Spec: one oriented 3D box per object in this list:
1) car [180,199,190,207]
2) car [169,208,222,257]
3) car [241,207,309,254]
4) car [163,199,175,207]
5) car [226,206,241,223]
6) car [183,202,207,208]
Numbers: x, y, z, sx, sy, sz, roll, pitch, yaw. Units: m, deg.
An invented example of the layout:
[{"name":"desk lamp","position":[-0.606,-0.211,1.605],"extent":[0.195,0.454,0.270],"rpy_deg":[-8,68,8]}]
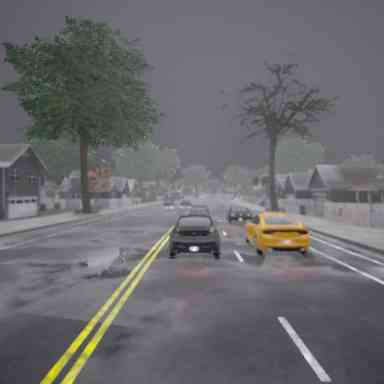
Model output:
[{"name":"car","position":[-1.199,2.104,65.009],"extent":[2.033,1.411,5.357],"rpy_deg":[0,0,3]},{"name":"car","position":[0.146,1.637,13.459],"extent":[1.837,1.490,4.892],"rpy_deg":[0,0,2]},{"name":"car","position":[3.423,1.614,14.137],"extent":[1.882,1.535,5.008],"rpy_deg":[0,0,2]},{"name":"car","position":[-4.476,2.117,64.768],"extent":[1.994,1.385,4.181],"rpy_deg":[0,0,3]},{"name":"car","position":[3.883,1.863,28.032],"extent":[1.895,1.301,4.718],"rpy_deg":[0,0,3]},{"name":"car","position":[0.600,1.804,27.425],"extent":[2.033,1.411,5.357],"rpy_deg":[0,0,2]}]
